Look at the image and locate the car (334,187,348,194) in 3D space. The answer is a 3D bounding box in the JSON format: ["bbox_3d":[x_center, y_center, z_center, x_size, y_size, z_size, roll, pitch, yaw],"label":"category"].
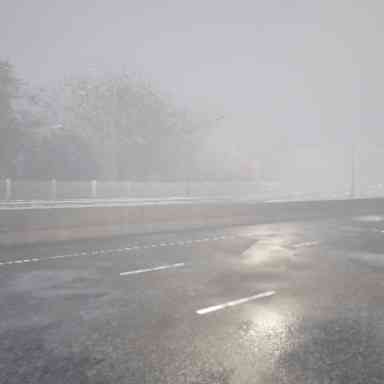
[{"bbox_3d":[38.700,-0.300,87.098,2.097,1.767,4.553,0,2,32],"label":"car"}]
